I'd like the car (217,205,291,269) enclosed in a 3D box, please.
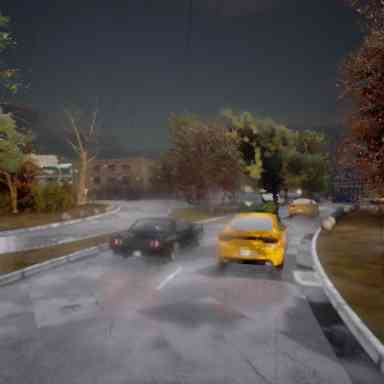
[{"bbox_3d":[2.197,1.432,11.224,1.882,1.535,5.008,0,1,18],"label":"car"}]

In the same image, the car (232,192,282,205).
[{"bbox_3d":[5.442,1.036,27.074,2.150,2.045,5.566,0,0,28],"label":"car"}]

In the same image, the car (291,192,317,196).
[{"bbox_3d":[24.906,1.291,72.325,2.150,2.045,5.566,0,0,-29],"label":"car"}]

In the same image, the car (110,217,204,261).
[{"bbox_3d":[-0.983,1.547,12.117,1.895,1.301,4.718,0,0,17],"label":"car"}]

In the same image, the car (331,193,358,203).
[{"bbox_3d":[31.115,1.258,67.943,2.150,2.045,5.566,0,0,-24],"label":"car"}]

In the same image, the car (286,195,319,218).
[{"bbox_3d":[9.509,1.293,28.069,1.882,1.535,5.008,0,0,26],"label":"car"}]
